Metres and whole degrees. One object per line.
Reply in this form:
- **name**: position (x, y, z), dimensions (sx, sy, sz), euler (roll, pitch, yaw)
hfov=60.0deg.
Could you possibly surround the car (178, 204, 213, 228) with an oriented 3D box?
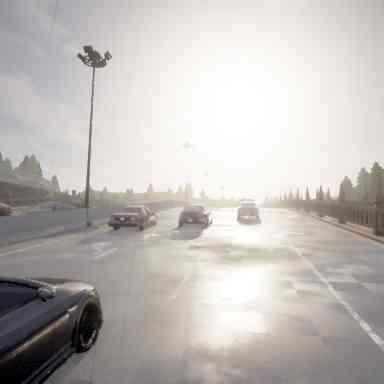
- **car**: position (0.293, 1.521, 22.178), dimensions (1.812, 1.442, 4.674), euler (0, 0, 9)

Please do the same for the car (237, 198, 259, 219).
- **car**: position (4.879, 1.522, 28.981), dimensions (1.812, 1.442, 4.674), euler (0, 0, 9)

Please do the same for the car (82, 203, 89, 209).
- **car**: position (-12.291, 1.583, 33.694), dimensions (1.895, 1.301, 4.718), euler (0, 0, 9)

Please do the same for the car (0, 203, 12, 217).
- **car**: position (-16.839, 1.507, 27.257), dimensions (1.812, 1.442, 4.674), euler (0, 0, 9)

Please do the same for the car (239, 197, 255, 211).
- **car**: position (6.863, 1.481, 41.663), dimensions (1.882, 1.535, 5.008), euler (0, 0, 9)

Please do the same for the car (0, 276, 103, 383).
- **car**: position (-2.612, 1.564, 3.627), dimensions (1.994, 1.385, 4.181), euler (0, 0, 9)

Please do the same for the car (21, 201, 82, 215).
- **car**: position (-10.249, 1.465, 24.087), dimensions (1.882, 1.535, 5.008), euler (0, 0, 9)

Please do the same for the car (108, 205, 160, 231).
- **car**: position (-3.472, 1.540, 20.782), dimensions (2.033, 1.411, 5.357), euler (0, 0, 8)
